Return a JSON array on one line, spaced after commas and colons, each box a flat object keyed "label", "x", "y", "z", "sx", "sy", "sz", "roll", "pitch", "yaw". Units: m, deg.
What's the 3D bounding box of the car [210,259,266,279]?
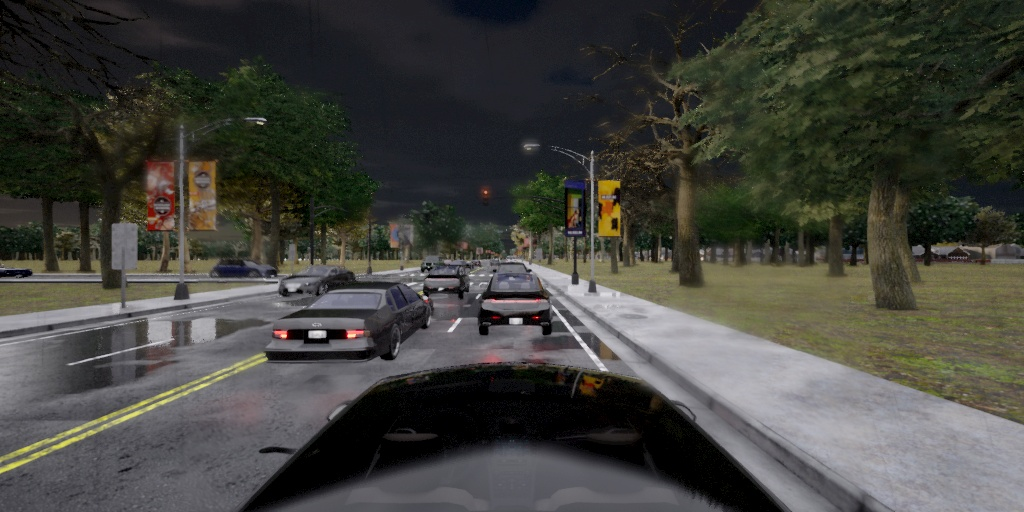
[{"label": "car", "x": -22.213, "y": 1.090, "z": 29.888, "sx": 4.553, "sy": 1.767, "sz": 2.097, "roll": 0, "pitch": 0, "yaw": 0}]

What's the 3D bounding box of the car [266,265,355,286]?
[{"label": "car", "x": -9.814, "y": 1.246, "z": 18.475, "sx": 2.128, "sy": 1.511, "sz": 4.902, "roll": 0, "pitch": 0, "yaw": 0}]

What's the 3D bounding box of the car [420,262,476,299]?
[{"label": "car", "x": -3.183, "y": 1.246, "z": 18.071, "sx": 2.128, "sy": 1.511, "sz": 4.902, "roll": 0, "pitch": 0, "yaw": -2}]

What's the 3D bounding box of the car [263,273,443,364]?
[{"label": "car", "x": -3.157, "y": 1.299, "z": 8.230, "sx": 2.033, "sy": 1.411, "sz": 5.357, "roll": 0, "pitch": 0, "yaw": -1}]

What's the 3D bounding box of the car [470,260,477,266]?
[{"label": "car", "x": -6.735, "y": 1.378, "z": 53.279, "sx": 1.895, "sy": 1.301, "sz": 4.718, "roll": 0, "pitch": 0, "yaw": 0}]

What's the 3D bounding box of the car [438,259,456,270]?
[{"label": "car", "x": -9.988, "y": 1.257, "z": 55.462, "sx": 1.882, "sy": 1.535, "sz": 5.008, "roll": 0, "pitch": 0, "yaw": 0}]

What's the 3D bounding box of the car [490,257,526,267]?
[{"label": "car", "x": 0.015, "y": 1.107, "z": 19.412, "sx": 2.097, "sy": 1.767, "sz": 4.553, "roll": 0, "pitch": 0, "yaw": 0}]

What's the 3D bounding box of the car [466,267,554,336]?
[{"label": "car", "x": 0.078, "y": 1.243, "z": 10.438, "sx": 2.128, "sy": 1.511, "sz": 4.902, "roll": 0, "pitch": 0, "yaw": 0}]

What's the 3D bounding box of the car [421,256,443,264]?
[{"label": "car", "x": -9.955, "y": 0.991, "z": 45.476, "sx": 2.150, "sy": 2.045, "sz": 5.566, "roll": 0, "pitch": 0, "yaw": 0}]

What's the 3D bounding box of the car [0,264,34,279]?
[{"label": "car", "x": -43.212, "y": 1.316, "z": 29.843, "sx": 4.718, "sy": 1.301, "sz": 1.895, "roll": 0, "pitch": 0, "yaw": 0}]

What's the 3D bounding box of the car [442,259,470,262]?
[{"label": "car", "x": -6.713, "y": 1.316, "z": 43.691, "sx": 2.033, "sy": 1.411, "sz": 5.357, "roll": 0, "pitch": 0, "yaw": 0}]
